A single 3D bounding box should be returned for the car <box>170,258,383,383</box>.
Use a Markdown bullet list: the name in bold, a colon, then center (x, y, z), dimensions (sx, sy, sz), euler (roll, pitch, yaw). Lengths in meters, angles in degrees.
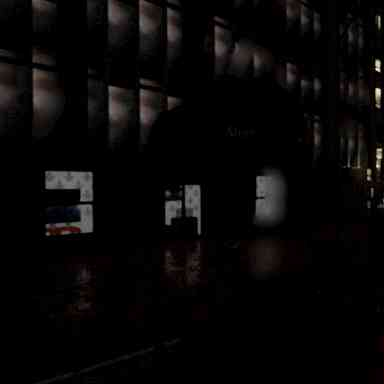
- **car**: center (1.847, 1.542, 3.829), dimensions (4.507, 1.381, 1.887), euler (0, 0, -36)
